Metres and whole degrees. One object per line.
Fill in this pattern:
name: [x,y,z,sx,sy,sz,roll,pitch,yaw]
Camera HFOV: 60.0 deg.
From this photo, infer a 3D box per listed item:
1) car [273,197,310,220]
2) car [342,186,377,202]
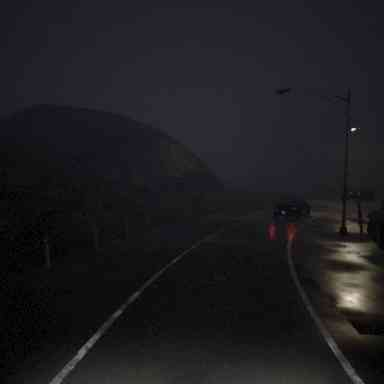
car: [7.356,1.091,24.414,1.812,1.442,4.674,3,4,31]
car: [18.738,0.093,37.106,4.553,1.767,2.097,-4,6,-39]
